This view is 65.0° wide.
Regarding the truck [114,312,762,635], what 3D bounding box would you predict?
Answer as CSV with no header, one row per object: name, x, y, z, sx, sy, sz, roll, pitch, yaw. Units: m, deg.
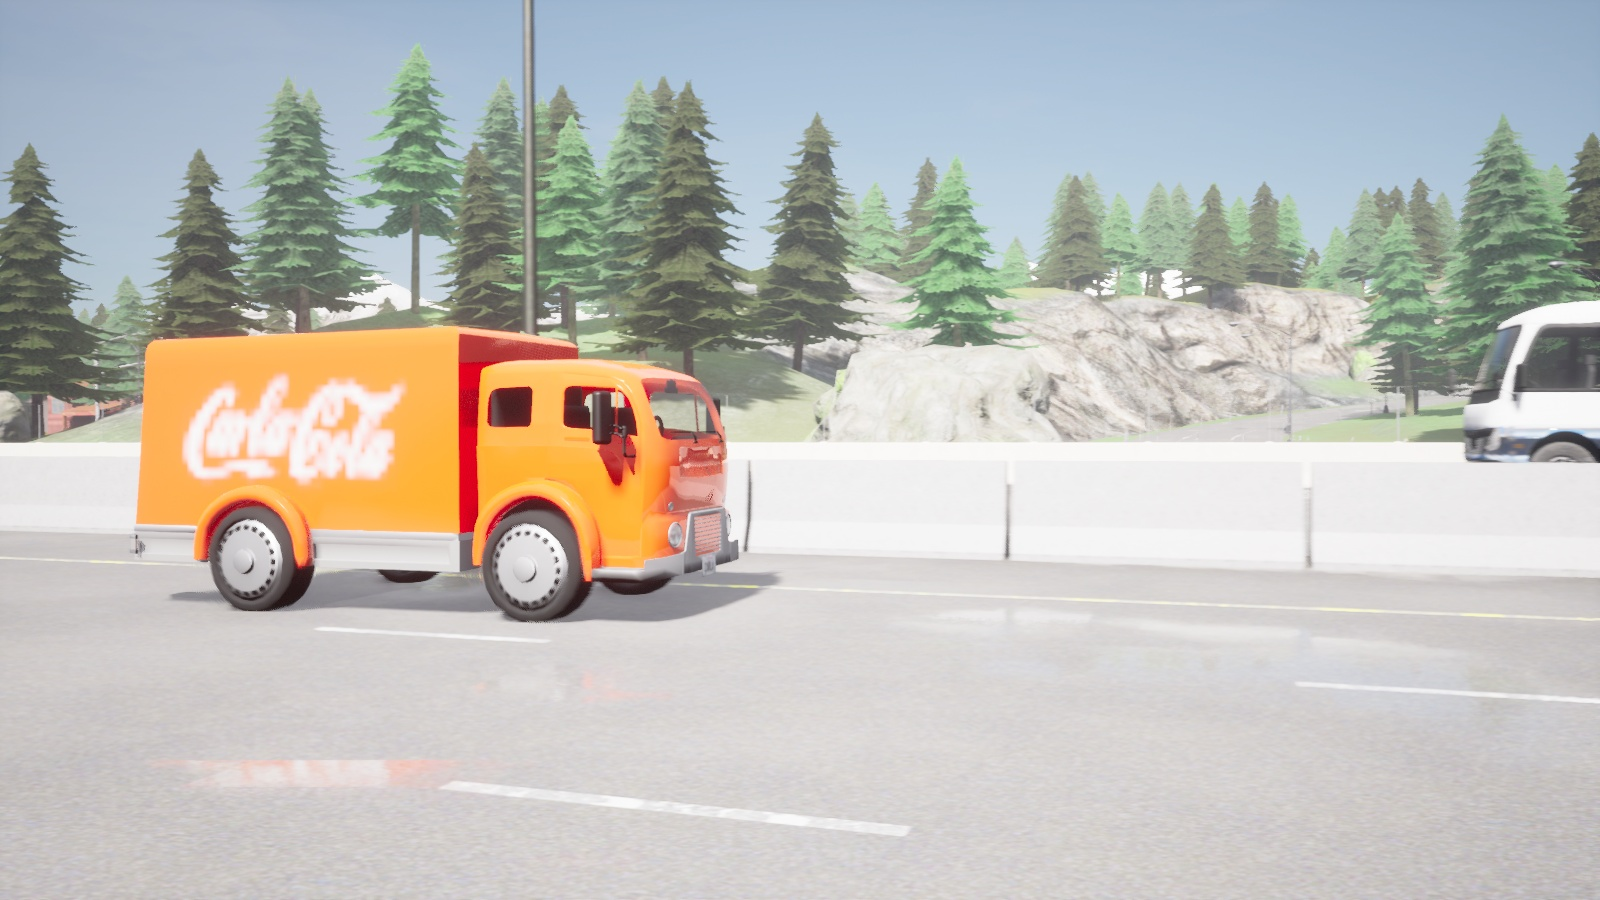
truck,-3.253,0.141,11.665,5.204,2.467,2.627,0,1,19

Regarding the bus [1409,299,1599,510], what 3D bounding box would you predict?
bus,18.791,-0.902,26.390,10.273,4.253,3.944,1,1,19
